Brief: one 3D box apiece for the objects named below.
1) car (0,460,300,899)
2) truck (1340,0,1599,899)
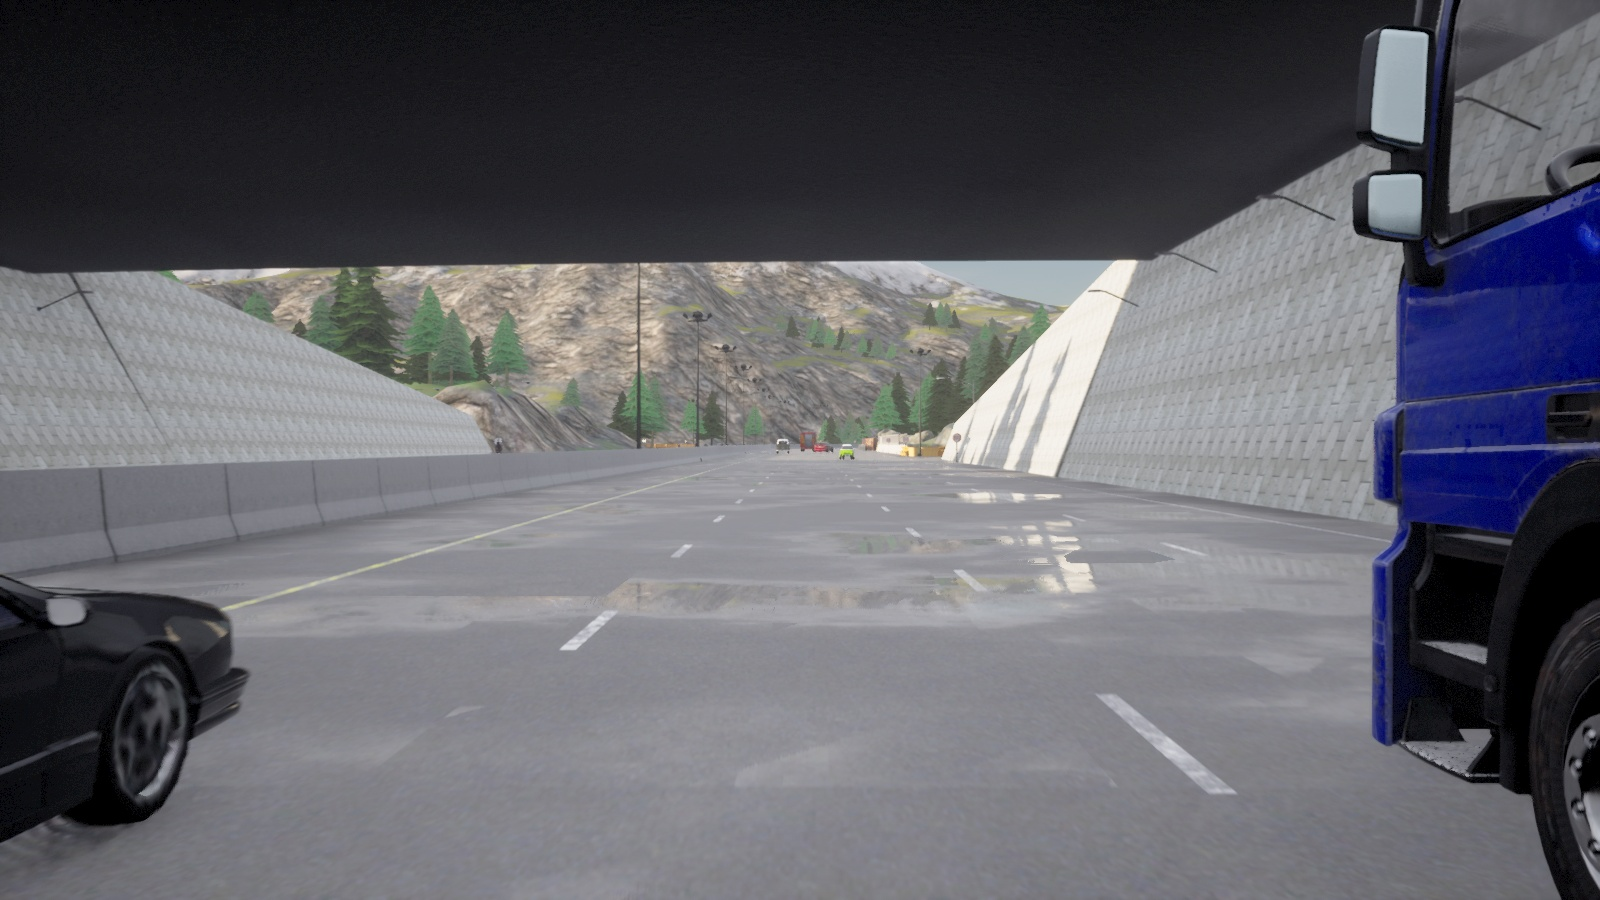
[{"bbox_3d":[-3.465,0.772,3.436,2.033,1.411,5.357,0,0,0],"label":"car"},{"bbox_3d":[3.521,-0.238,0.894,2.891,3.462,7.936,0,0,0],"label":"truck"}]
